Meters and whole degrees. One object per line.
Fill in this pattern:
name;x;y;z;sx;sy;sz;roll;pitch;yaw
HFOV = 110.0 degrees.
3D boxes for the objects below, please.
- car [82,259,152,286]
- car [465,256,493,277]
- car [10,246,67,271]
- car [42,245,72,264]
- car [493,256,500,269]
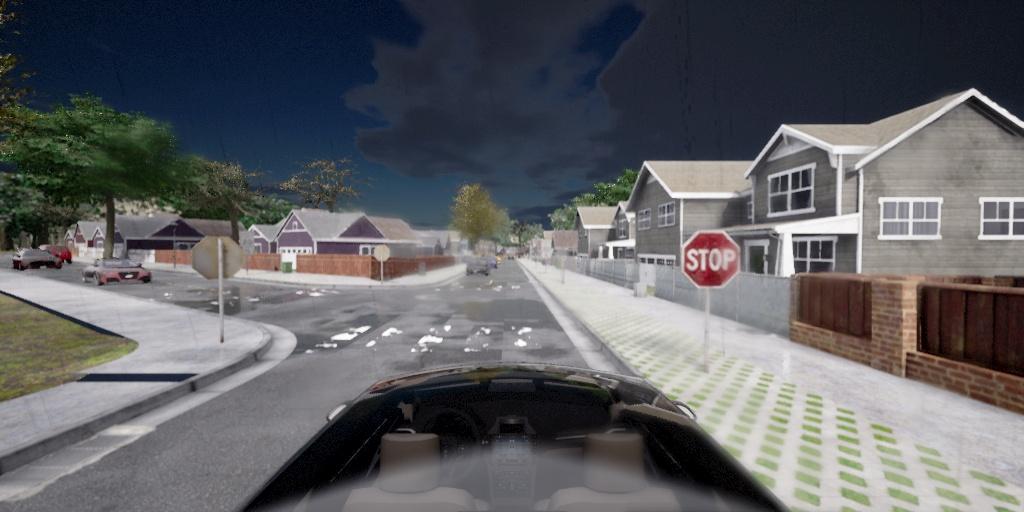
car;-22.002;0.847;19.956;4.181;1.385;1.994;1;2;29
car;-2.926;0.989;31.611;1.837;1.490;4.892;0;1;0
car;-39.530;0.272;29.853;4.553;1.767;2.097;1;2;30
car;-50.660;-0.194;39.479;5.566;2.045;2.150;1;1;29
car;-2.959;0.730;46.080;2.097;1.767;4.553;0;0;0
